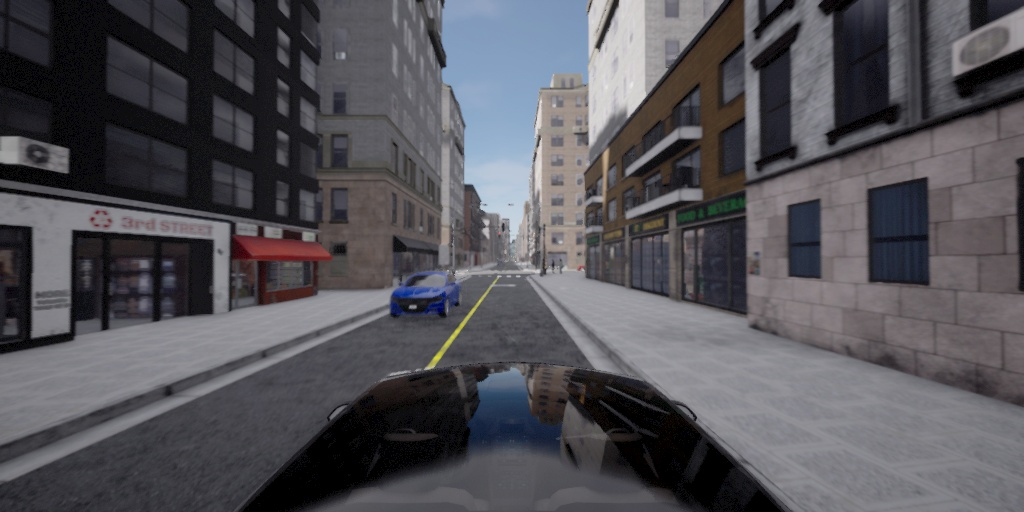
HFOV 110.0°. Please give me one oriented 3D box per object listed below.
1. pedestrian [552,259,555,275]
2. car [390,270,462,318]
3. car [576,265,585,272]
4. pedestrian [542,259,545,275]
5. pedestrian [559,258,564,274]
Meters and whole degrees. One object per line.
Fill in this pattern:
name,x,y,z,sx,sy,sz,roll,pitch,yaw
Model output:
pedestrian,4.635,1.216,40.572,0.375,1.860,0.375,0,-1,0
car,-3.101,1.339,13.733,1.882,1.535,5.008,0,-1,0
car,12.145,1.661,55.038,4.507,1.381,1.888,0,0,0
pedestrian,3.636,1.243,41.772,0.375,1.860,0.375,0,-1,0
pedestrian,5.635,1.176,41.172,0.375,1.860,0.375,0,-1,0
